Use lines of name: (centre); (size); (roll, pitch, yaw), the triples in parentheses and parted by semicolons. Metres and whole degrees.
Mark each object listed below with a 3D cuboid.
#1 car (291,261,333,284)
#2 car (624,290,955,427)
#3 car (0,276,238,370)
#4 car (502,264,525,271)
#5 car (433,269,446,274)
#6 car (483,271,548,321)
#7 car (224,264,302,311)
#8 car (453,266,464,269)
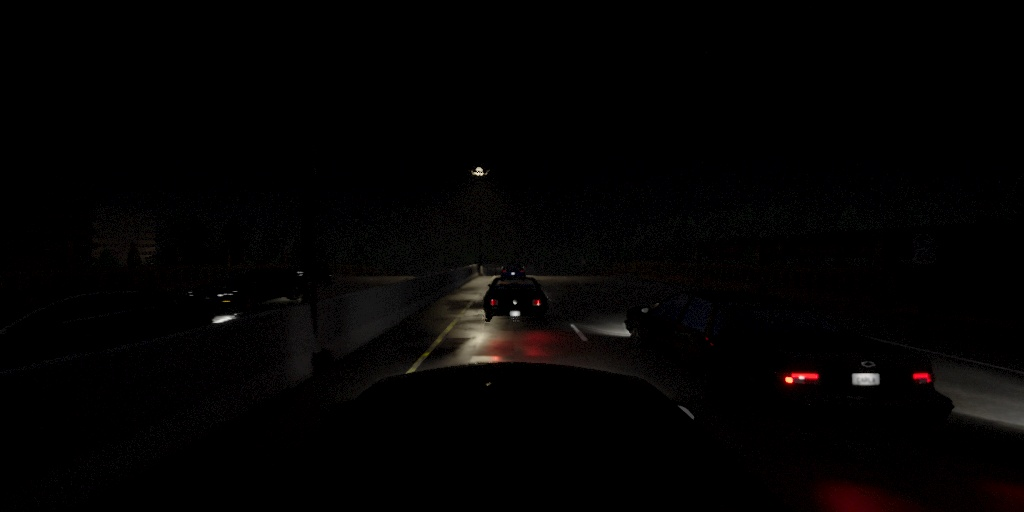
car: (-14.105, 1.125, 24.300); (2.097, 1.767, 4.553); (0, 0, 0)
car: (3.598, 1.301, 6.160); (2.033, 1.411, 5.357); (0, 0, 0)
car: (-7.101, 1.246, 5.383); (2.128, 1.511, 4.902); (0, 0, 0)
car: (0.089, 1.343, 29.769); (1.994, 1.385, 4.181); (0, 0, 0)
car: (-10.568, 2.782, 56.551); (1.895, 1.301, 4.718); (0, -6, 1)
car: (0.095, 1.361, 12.475); (1.895, 1.301, 4.718); (0, 0, 0)
car: (-10.604, 1.268, 14.718); (1.837, 1.490, 4.892); (0, 0, 0)
car: (-7.088, 2.066, 48.877); (1.994, 1.385, 4.181); (0, -4, 0)
